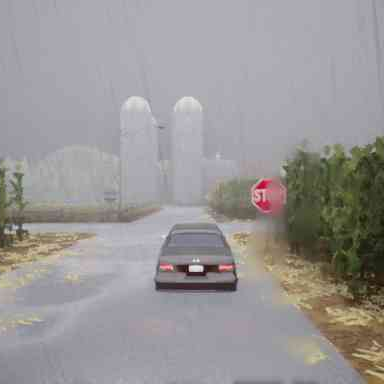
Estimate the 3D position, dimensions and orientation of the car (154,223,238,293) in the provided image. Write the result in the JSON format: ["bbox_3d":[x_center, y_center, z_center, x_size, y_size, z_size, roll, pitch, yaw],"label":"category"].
[{"bbox_3d":[0.096,1.556,9.014,2.033,1.411,5.357,0,0,0],"label":"car"}]
